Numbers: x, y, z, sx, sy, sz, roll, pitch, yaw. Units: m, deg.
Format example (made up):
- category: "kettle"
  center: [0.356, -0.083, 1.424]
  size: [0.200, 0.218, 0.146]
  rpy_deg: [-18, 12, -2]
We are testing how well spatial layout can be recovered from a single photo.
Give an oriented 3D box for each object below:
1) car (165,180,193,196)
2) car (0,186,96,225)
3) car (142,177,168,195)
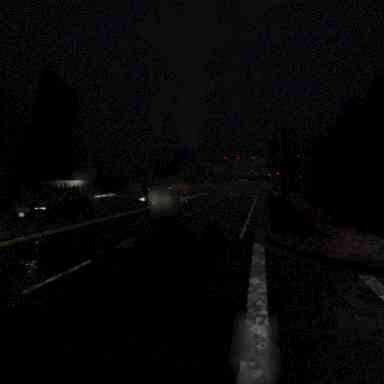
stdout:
- category: "car"
  center: [-1.250, -0.355, 39.377]
  size: [1.882, 1.535, 5.008]
  rpy_deg: [2, 2, 13]
- category: "car"
  center: [-6.428, 0.569, 15.923]
  size: [2.128, 1.511, 4.902]
  rpy_deg: [2, 3, 12]
- category: "car"
  center: [-4.377, -0.790, 41.361]
  size: [2.150, 2.045, 5.566]
  rpy_deg: [2, 2, 12]
